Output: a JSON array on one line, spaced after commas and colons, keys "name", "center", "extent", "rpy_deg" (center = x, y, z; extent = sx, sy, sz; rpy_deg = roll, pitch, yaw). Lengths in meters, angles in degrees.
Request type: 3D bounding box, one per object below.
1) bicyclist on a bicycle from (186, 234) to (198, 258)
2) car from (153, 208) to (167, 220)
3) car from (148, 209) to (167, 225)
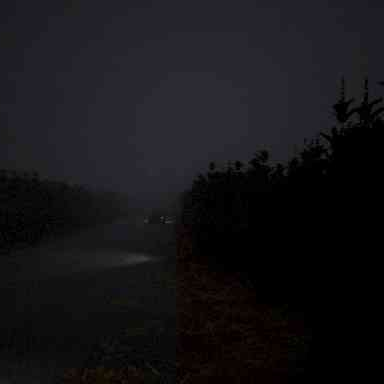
[{"name": "bicyclist on a bicycle", "center": [0.559, 2.052, 14.399], "extent": [1.656, 1.620, 0.582], "rpy_deg": [2, -2, -3]}, {"name": "car", "center": [-4.851, 3.324, 51.187], "extent": [1.882, 1.535, 5.008], "rpy_deg": [2, -2, -3]}, {"name": "car", "center": [-4.146, 3.054, 39.488], "extent": [1.812, 1.442, 4.674], "rpy_deg": [2, -2, -3]}]
